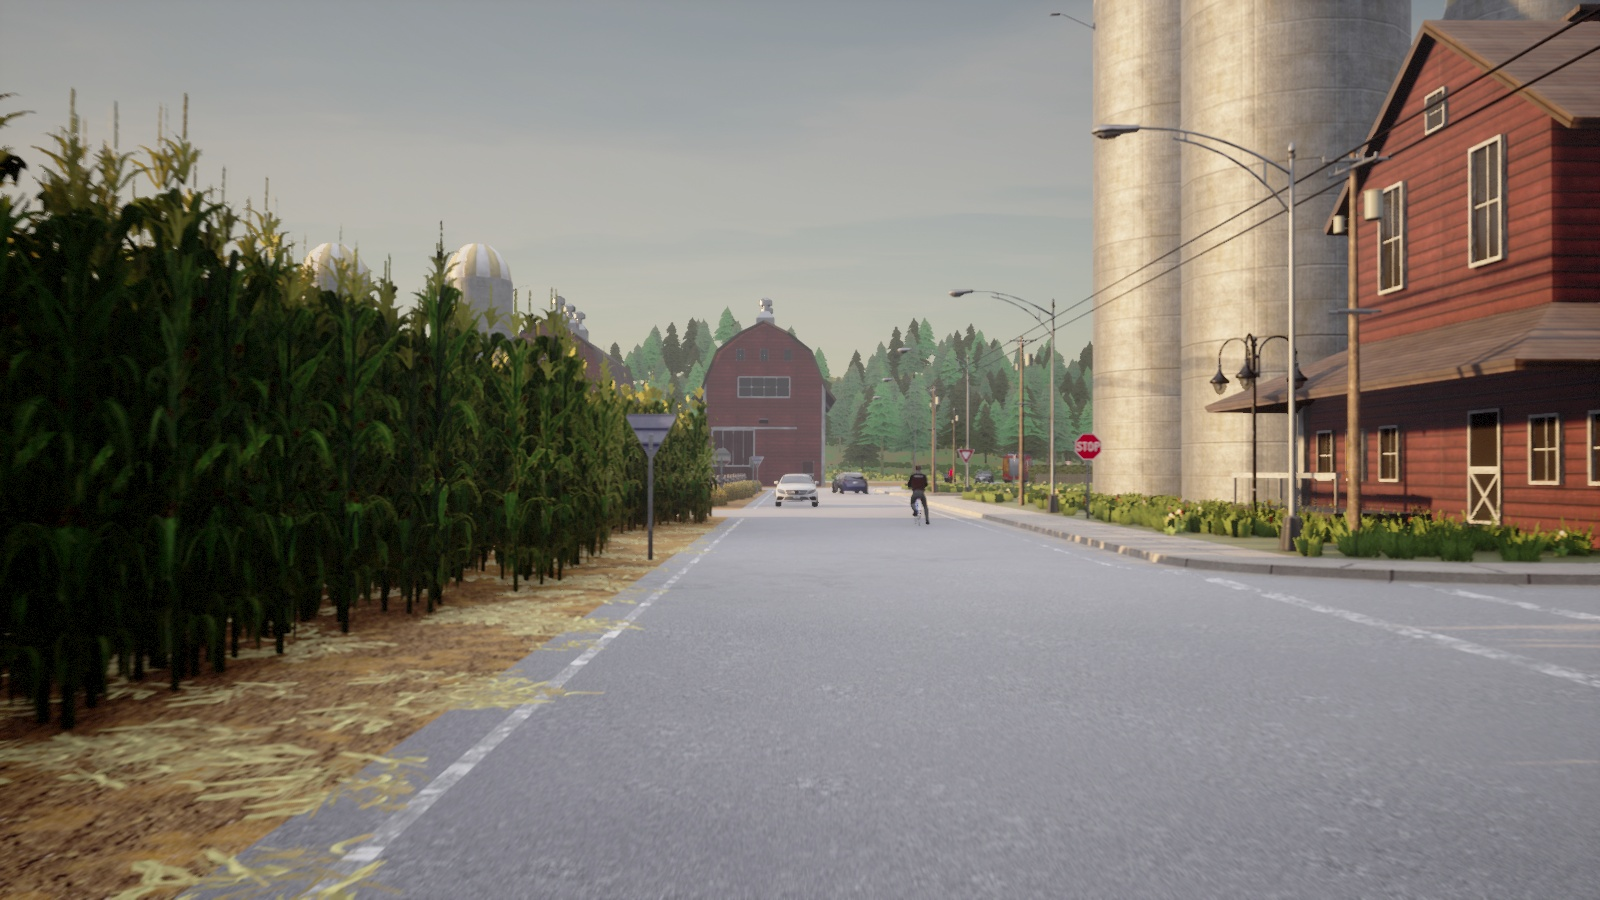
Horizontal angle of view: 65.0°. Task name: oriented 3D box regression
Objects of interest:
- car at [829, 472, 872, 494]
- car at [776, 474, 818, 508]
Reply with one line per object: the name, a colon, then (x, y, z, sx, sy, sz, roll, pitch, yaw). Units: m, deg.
car: (3.450, 2.259, 87.077, 2.163, 1.488, 4.792, 0, -1, -8)
car: (-0.136, 1.775, 55.778, 1.812, 1.442, 4.674, 0, -1, 0)
